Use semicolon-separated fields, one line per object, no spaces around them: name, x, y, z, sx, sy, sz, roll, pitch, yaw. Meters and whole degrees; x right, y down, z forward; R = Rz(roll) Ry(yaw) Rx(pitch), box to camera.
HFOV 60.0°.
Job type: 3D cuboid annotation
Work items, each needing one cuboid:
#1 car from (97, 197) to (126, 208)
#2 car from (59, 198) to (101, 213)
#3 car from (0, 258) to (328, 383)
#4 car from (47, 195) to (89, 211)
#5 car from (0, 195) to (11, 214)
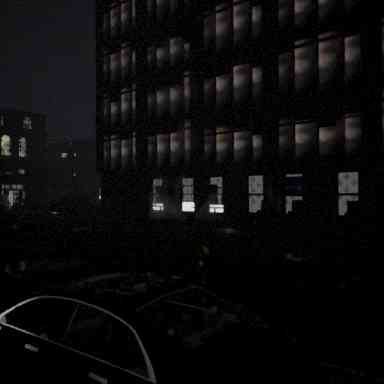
car;-12.374;1.636;51.150;1.967;1.590;4.097;-1;-1;36
car;-12.150;1.678;37.244;1.802;1.307;4.206;-1;-1;36
car;-0.922;1.551;3.535;4.403;1.369;2.008;0;0;35
car;-15.540;1.359;42.450;2.150;2.045;5.566;0;-1;37
car;-21.656;1.308;34.148;2.150;2.045;5.566;0;-1;36
